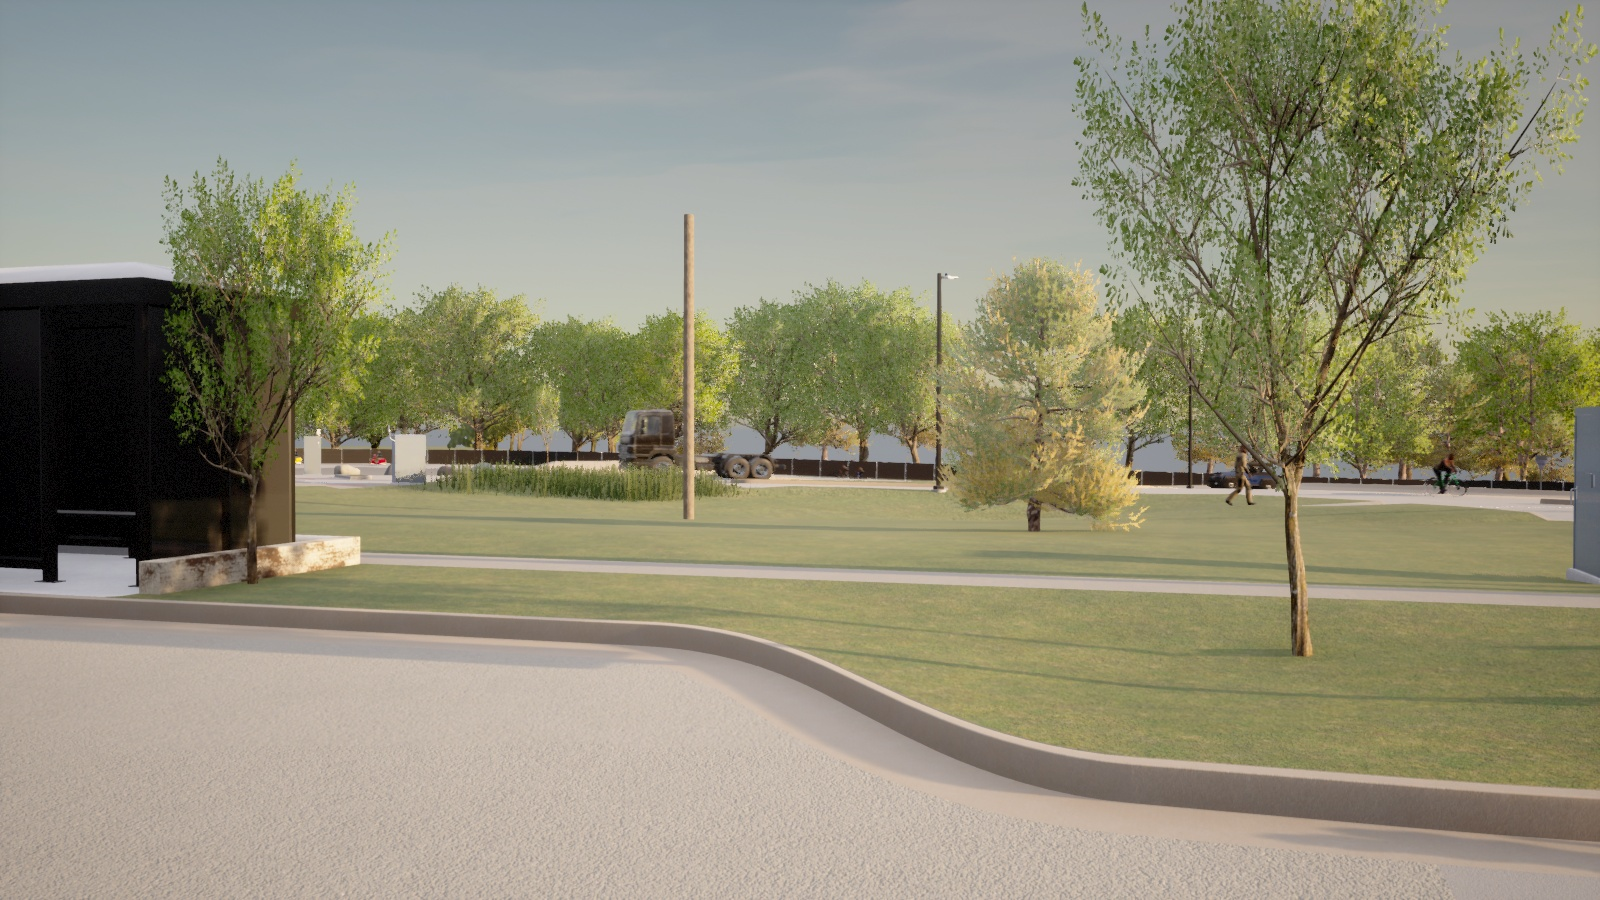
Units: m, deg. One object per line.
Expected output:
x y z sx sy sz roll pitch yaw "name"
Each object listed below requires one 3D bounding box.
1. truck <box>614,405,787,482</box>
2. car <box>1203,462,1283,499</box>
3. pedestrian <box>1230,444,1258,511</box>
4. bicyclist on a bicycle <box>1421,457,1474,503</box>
-4.903 -0.309 62.019 7.936 3.462 2.891 2 1 -19 "truck"
25.888 1.791 73.452 3.866 1.878 1.905 4 -3 -9 "car"
12.990 0.804 36.754 0.692 1.930 0.396 1 1 11 "pedestrian"
24.065 1.120 46.696 0.582 1.620 1.656 1 1 -27 "bicyclist on a bicycle"
